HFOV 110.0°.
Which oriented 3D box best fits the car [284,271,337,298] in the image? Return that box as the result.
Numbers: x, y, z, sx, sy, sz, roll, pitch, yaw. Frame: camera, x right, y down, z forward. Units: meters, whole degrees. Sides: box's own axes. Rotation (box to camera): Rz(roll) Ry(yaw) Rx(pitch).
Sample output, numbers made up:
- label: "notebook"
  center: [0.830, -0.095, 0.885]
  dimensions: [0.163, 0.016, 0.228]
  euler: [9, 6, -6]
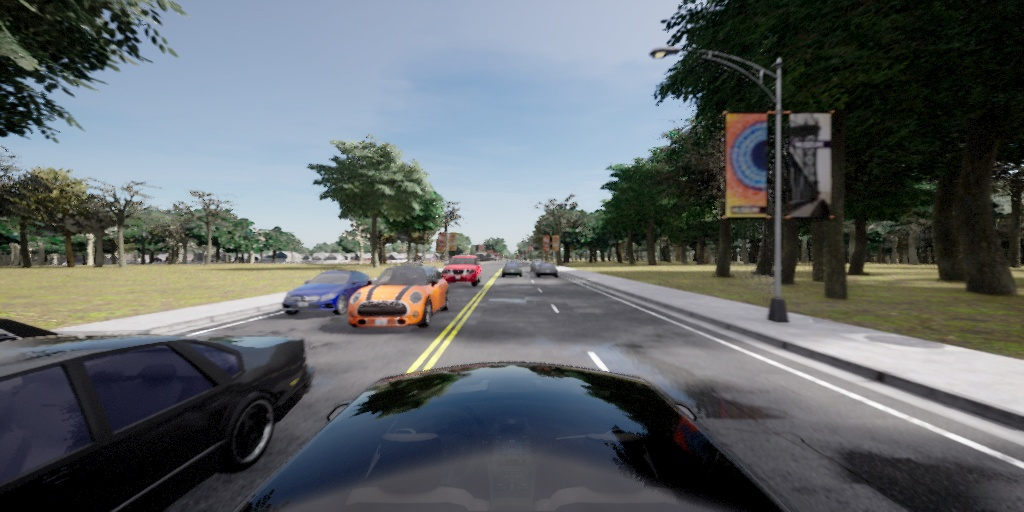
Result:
- label: "car"
  center: [-6.575, 1.271, 13.629]
  dimensions: [1.812, 1.442, 4.674]
  euler: [0, 0, 0]

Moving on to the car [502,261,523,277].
- label: "car"
  center: [0.015, 1.318, 34.938]
  dimensions: [1.994, 1.385, 4.181]
  euler: [0, 0, 0]

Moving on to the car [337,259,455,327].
- label: "car"
  center: [-3.336, 1.098, 11.407]
  dimensions: [2.097, 1.767, 4.553]
  euler: [0, 0, 0]

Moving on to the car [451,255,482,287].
- label: "car"
  center: [-3.336, 0.968, 24.904]
  dimensions: [2.150, 2.045, 5.566]
  euler: [0, 0, 0]

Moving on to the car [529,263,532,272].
- label: "car"
  center: [3.270, 1.316, 45.719]
  dimensions: [2.033, 1.411, 5.357]
  euler: [0, 0, 0]

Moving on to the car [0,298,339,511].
- label: "car"
  center: [-3.320, 1.298, 2.072]
  dimensions: [2.033, 1.411, 5.357]
  euler: [0, 0, 0]

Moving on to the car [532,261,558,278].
- label: "car"
  center: [3.259, 1.318, 34.473]
  dimensions: [1.994, 1.385, 4.181]
  euler: [0, 0, 0]

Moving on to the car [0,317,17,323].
- label: "car"
  center: [-6.582, 1.350, 3.357]
  dimensions: [1.895, 1.301, 4.718]
  euler: [0, 0, 0]
